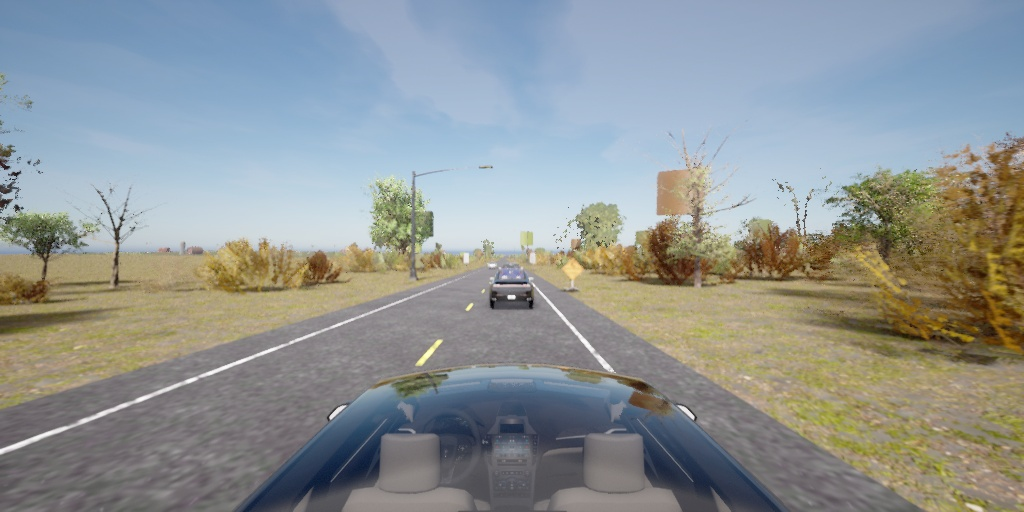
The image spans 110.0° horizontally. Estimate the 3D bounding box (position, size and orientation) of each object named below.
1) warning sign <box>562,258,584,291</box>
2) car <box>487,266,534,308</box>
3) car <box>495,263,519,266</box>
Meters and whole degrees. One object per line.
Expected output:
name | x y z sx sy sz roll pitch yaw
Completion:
warning sign | 3.514 1.042 20.841 1.300 1.860 1.060 0 0 0
car | -0.016 1.376 16.151 2.128 1.511 4.902 0 0 0
car | -0.083 1.371 30.931 2.097 1.767 4.553 0 -1 0
